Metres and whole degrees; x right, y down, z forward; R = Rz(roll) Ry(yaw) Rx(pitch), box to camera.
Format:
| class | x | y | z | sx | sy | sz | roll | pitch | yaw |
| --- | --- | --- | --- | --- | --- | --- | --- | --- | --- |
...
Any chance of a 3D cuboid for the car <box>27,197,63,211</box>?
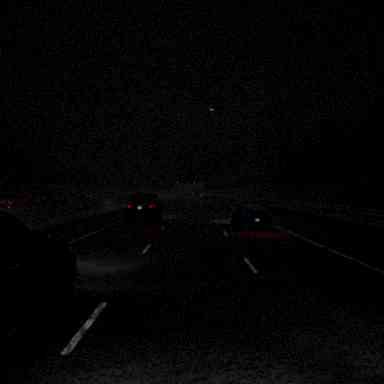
| class | x | y | z | sx | sy | sz | roll | pitch | yaw |
| --- | --- | --- | --- | --- | --- | --- | --- | --- | --- |
| car | -17.590 | 1.388 | 40.145 | 2.033 | 1.411 | 5.357 | 0 | 0 | 0 |

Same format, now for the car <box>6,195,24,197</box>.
| class | x | y | z | sx | sy | sz | roll | pitch | yaw |
| --- | --- | --- | --- | --- | --- | --- | --- | --- | --- |
| car | -21.086 | 1.196 | 38.991 | 2.097 | 1.767 | 4.553 | 0 | 0 | 0 |

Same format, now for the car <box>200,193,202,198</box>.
| class | x | y | z | sx | sy | sz | roll | pitch | yaw |
| --- | --- | --- | --- | --- | --- | --- | --- | --- | --- |
| car | 3.501 | 1.273 | 77.787 | 2.033 | 1.411 | 5.357 | 0 | 0 | 0 |

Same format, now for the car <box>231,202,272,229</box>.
| class | x | y | z | sx | sy | sz | roll | pitch | yaw |
| --- | --- | --- | --- | --- | --- | --- | --- | --- | --- |
| car | 3.601 | 1.388 | 20.810 | 1.882 | 1.535 | 5.008 | 0 | 0 | 0 |

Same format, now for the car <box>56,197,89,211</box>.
| class | x | y | z | sx | sy | sz | roll | pitch | yaw |
| --- | --- | --- | --- | --- | --- | --- | --- | --- | --- |
| car | -14.090 | 1.334 | 39.416 | 2.128 | 1.511 | 4.902 | 0 | 0 | 0 |

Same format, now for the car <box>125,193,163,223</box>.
| class | x | y | z | sx | sy | sz | roll | pitch | yaw |
| --- | --- | --- | --- | --- | --- | --- | --- | --- | --- |
| car | -3.400 | 1.118 | 24.275 | 2.150 | 2.045 | 5.566 | 0 | 0 | 0 |

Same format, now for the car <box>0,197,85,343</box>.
| class | x | y | z | sx | sy | sz | roll | pitch | yaw |
| --- | --- | --- | --- | --- | --- | --- | --- | --- | --- |
| car | -3.400 | 1.201 | 4.360 | 2.150 | 2.045 | 5.566 | 0 | 0 | 0 |

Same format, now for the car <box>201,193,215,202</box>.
| class | x | y | z | sx | sy | sz | roll | pitch | yaw |
| --- | --- | --- | --- | --- | --- | --- | --- | --- | --- |
| car | 3.501 | 1.260 | 66.814 | 2.163 | 1.488 | 4.792 | 0 | 0 | 0 |
